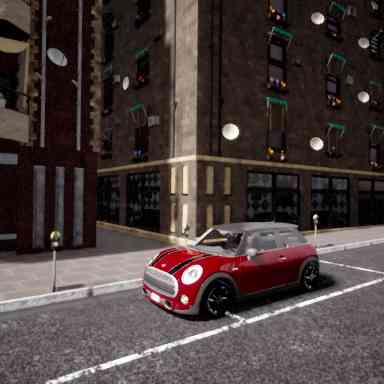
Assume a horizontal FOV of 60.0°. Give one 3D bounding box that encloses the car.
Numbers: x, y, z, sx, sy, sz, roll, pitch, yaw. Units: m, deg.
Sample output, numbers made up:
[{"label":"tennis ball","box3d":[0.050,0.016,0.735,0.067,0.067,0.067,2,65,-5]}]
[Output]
[{"label":"car","box3d":[0.944,1.441,7.358,4.097,1.590,1.967,0,1,-35]}]
